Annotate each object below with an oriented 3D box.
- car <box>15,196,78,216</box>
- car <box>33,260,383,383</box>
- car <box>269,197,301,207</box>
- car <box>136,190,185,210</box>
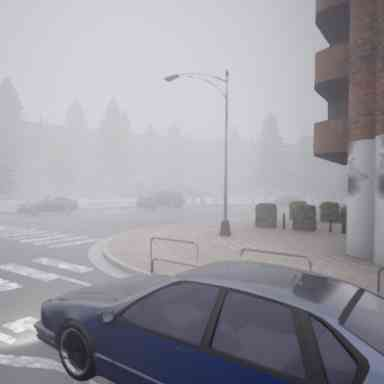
[{"bbox_3d":[-11.695,1.081,27.035,2.128,1.511,4.902,1,1,37],"label":"car"},{"bbox_3d":[0.492,1.525,3.625,5.357,1.411,2.033,1,1,36],"label":"car"},{"bbox_3d":[12.374,1.291,43.994,4.181,1.385,1.994,1,0,-10],"label":"car"},{"bbox_3d":[-3.387,0.829,36.558,5.566,2.045,2.150,0,1,-40],"label":"car"}]
